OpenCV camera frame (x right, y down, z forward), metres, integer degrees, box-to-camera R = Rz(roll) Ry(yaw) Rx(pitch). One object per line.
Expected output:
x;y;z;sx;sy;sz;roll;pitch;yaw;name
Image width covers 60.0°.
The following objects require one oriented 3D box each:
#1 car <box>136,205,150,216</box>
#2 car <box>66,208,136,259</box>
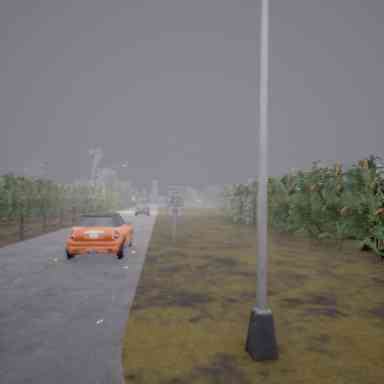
-6.594;2.423;44.294;2.033;1.411;5.357;1;-1;-6;car
-3.731;1.642;14.077;2.097;1.767;4.553;1;-1;-6;car
